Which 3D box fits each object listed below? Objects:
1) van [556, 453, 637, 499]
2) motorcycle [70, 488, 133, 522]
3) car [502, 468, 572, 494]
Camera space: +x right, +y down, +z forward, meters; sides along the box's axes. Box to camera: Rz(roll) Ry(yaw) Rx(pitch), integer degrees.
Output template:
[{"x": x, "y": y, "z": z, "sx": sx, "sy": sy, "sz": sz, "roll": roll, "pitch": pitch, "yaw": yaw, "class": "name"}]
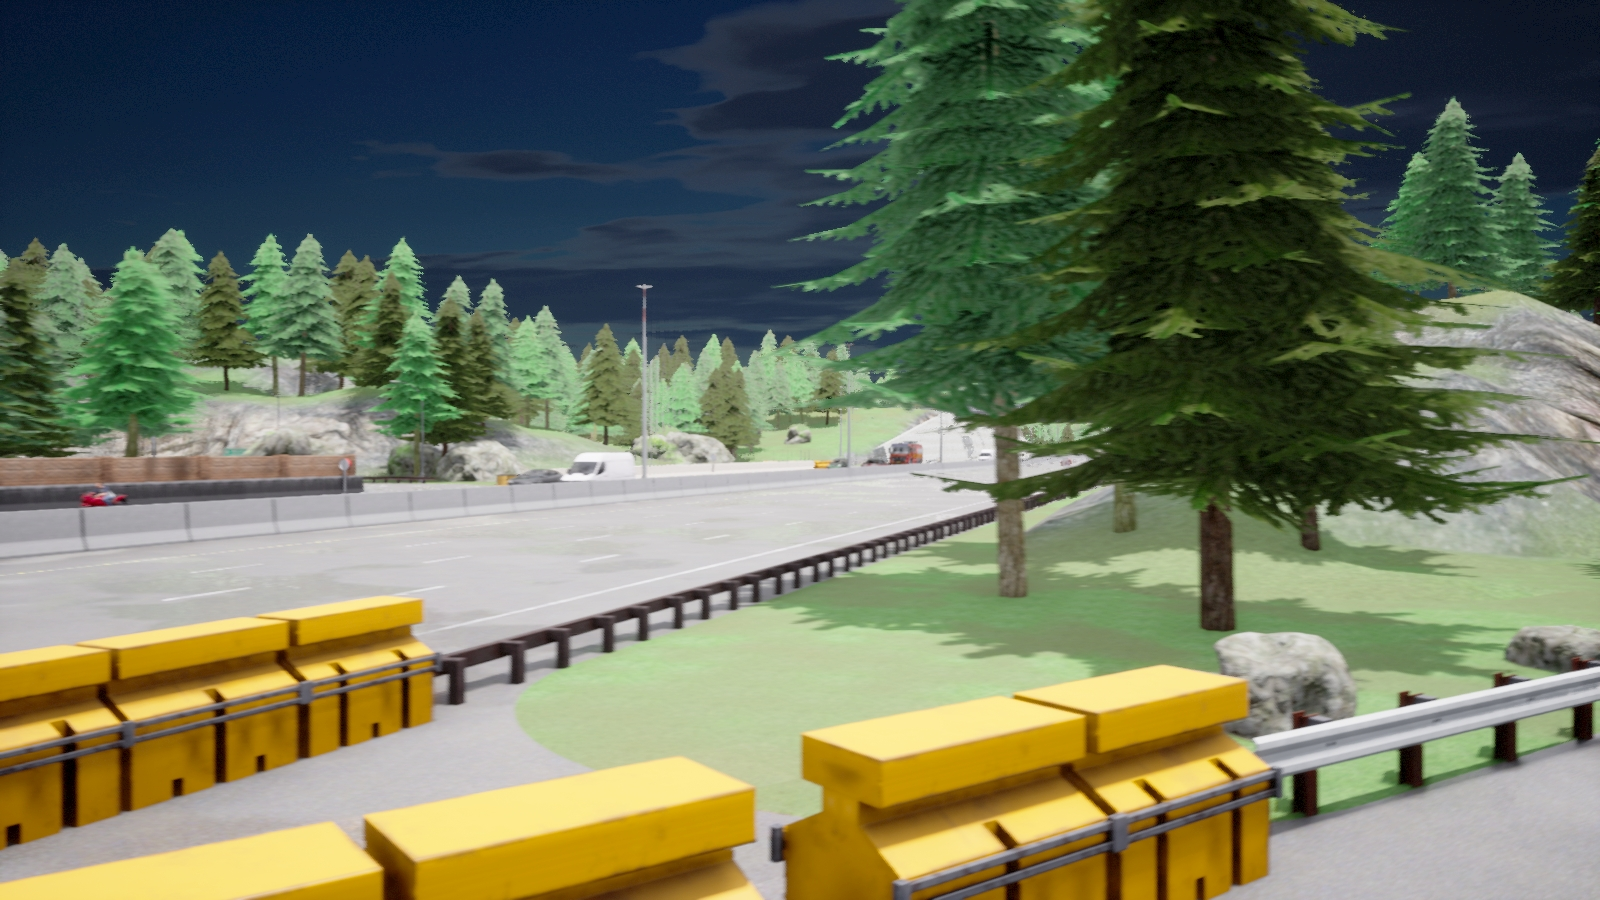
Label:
[{"x": -11.854, "y": 1.446, "z": 67.124, "sx": 1.988, "sy": 2.561, "sz": 5.915, "roll": 0, "pitch": 0, "yaw": 20, "class": "van"}, {"x": -27.353, "y": 2.128, "z": 44.788, "sx": 0.803, "sy": 1.217, "sz": 2.033, "roll": 0, "pitch": 0, "yaw": 20, "class": "motorcycle"}, {"x": -16.942, "y": 1.968, "z": 73.764, "sx": 2.163, "sy": 1.488, "sz": 4.792, "roll": 0, "pitch": 0, "yaw": 20, "class": "car"}]
